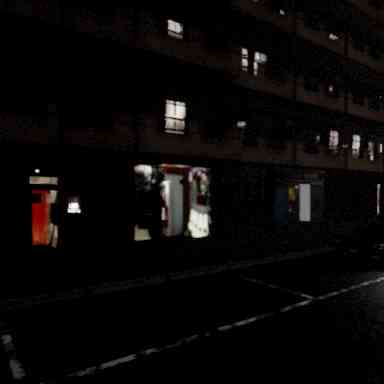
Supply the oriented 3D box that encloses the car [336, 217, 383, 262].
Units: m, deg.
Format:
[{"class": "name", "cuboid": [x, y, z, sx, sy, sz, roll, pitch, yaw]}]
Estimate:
[{"class": "car", "cuboid": [6.696, 1.533, 11.327, 4.507, 1.381, 1.887, 0, 0, -35]}]
